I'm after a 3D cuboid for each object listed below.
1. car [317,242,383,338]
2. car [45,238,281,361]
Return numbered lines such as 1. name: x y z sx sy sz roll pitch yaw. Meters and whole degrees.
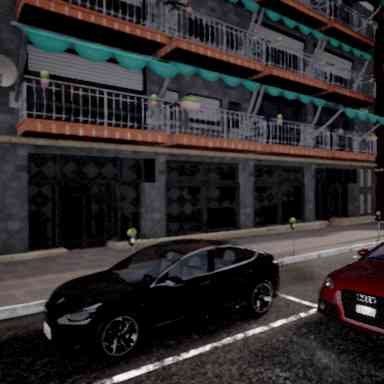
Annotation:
1. car: 4.181 1.566 6.056 4.181 1.385 1.994 0 0 -36
2. car: -0.253 1.567 5.930 4.313 1.339 1.947 0 -1 -36
